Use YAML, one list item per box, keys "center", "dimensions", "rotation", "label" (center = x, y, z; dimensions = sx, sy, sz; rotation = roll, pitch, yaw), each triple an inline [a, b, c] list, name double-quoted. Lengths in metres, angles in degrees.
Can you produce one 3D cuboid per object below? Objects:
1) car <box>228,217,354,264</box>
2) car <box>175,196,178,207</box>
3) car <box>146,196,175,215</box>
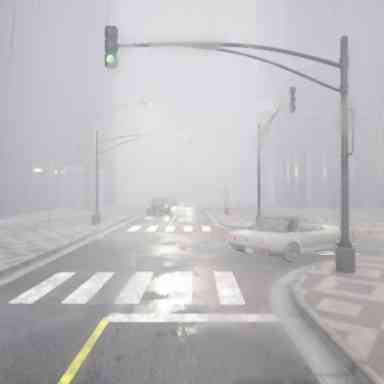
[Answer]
- center: [3.587, 1.505, 11.525]
  dimensions: [4.718, 1.301, 1.895]
  rotation: [0, 0, -36]
  label: "car"
- center: [-3.075, 1.336, 49.036]
  dimensions: [2.128, 1.511, 4.902]
  rotation: [0, 0, 0]
  label: "car"
- center: [-3.093, 1.251, 31.760]
  dimensions: [2.097, 1.767, 4.553]
  rotation: [0, 0, 0]
  label: "car"
